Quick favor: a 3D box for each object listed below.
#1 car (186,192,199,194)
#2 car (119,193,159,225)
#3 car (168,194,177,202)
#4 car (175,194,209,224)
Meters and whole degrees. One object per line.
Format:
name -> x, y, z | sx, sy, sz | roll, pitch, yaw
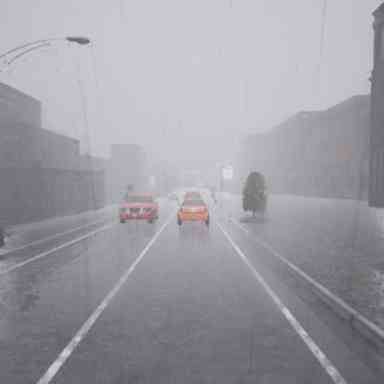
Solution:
car -> 0.059, 0.955, 43.149 | 2.150, 2.045, 5.566 | 0, 0, 0
car -> -3.592, 1.093, 23.551 | 2.150, 2.045, 5.566 | 0, 0, 0
car -> -3.463, 1.135, 64.709 | 1.837, 1.490, 4.892 | 0, 0, 0
car -> 0.097, 1.223, 23.584 | 2.097, 1.767, 4.553 | 0, 0, 0
